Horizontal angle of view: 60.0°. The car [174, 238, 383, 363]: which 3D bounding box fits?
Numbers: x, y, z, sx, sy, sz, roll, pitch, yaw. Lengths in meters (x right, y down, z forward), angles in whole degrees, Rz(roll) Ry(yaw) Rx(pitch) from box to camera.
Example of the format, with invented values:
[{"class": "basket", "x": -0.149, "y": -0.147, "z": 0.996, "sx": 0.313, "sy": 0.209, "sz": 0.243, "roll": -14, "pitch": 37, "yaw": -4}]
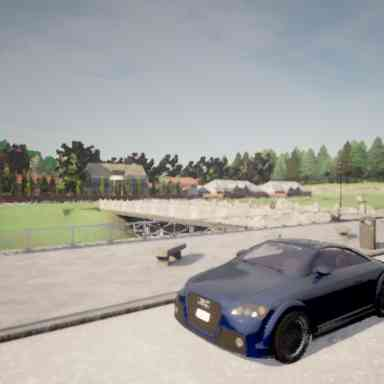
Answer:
[{"class": "car", "x": 1.777, "y": 1.555, "z": 5.872, "sx": 4.181, "sy": 1.385, "sz": 1.994, "roll": 0, "pitch": 0, "yaw": -35}]
